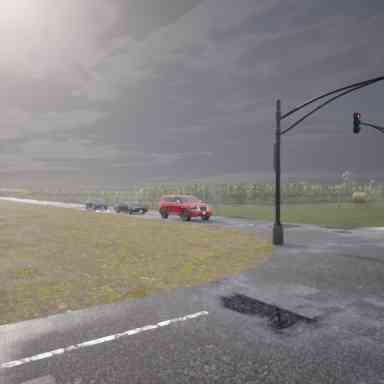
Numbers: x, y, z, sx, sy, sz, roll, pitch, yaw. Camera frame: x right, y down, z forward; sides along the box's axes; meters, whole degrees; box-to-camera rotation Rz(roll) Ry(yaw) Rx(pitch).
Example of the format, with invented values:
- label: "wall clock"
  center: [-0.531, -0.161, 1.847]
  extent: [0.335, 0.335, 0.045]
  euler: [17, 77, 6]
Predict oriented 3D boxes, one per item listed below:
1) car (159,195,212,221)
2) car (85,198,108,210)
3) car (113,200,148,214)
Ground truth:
- label: "car"
  center: [-0.692, 1.260, 27.738]
  extent: [2.150, 2.045, 5.566]
  euler: [0, 0, -36]
- label: "car"
  center: [-12.805, 1.585, 44.424]
  extent: [1.837, 1.490, 4.892]
  euler: [0, 0, -36]
- label: "car"
  center: [-6.727, 1.608, 36.041]
  extent: [2.033, 1.411, 5.357]
  euler: [0, 0, -36]
